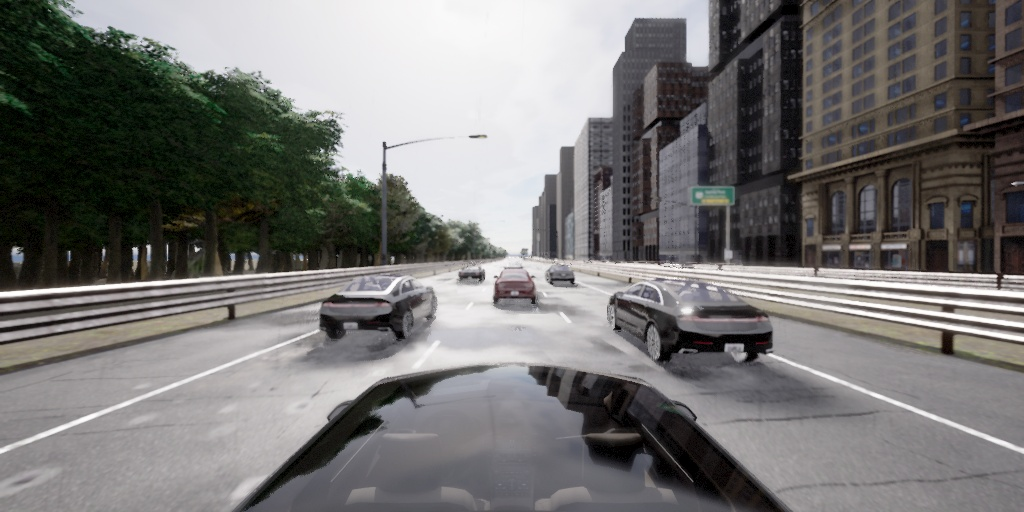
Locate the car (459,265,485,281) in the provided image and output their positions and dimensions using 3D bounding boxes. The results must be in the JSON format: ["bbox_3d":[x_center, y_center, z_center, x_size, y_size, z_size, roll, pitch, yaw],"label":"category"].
[{"bbox_3d":[-3.358,1.464,30.983,1.895,1.301,4.718,0,0,0],"label":"car"}]

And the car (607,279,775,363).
[{"bbox_3d":[3.590,1.267,8.196,2.128,1.511,4.902,0,0,0],"label":"car"}]

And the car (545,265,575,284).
[{"bbox_3d":[3.636,1.398,27.745,2.033,1.411,5.357,0,0,0],"label":"car"}]

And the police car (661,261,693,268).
[{"bbox_3d":[23.491,1.554,51.391,1.930,1.638,5.238,0,0,-16],"label":"police car"}]

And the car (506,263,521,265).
[{"bbox_3d":[0.145,1.361,32.476,2.128,1.511,4.902,0,0,0],"label":"car"}]

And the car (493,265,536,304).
[{"bbox_3d":[0.118,1.333,16.710,1.812,1.442,4.674,0,0,0],"label":"car"}]

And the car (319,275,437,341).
[{"bbox_3d":[-3.404,1.274,10.012,2.128,1.511,4.902,0,0,0],"label":"car"}]
